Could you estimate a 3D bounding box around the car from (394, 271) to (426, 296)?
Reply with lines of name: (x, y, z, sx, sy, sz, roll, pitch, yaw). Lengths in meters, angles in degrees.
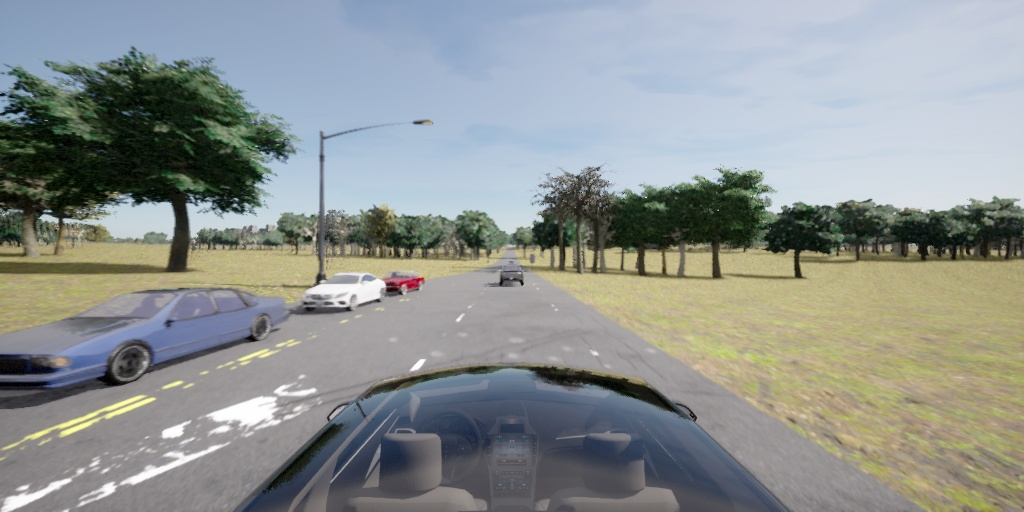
car: (-6.729, 1.554, 21.344, 1.895, 1.301, 4.718, 0, -1, 3)

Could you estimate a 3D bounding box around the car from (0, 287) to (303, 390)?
car: (-6.988, 1.367, 7.415, 2.033, 1.411, 5.357, 0, -1, 0)

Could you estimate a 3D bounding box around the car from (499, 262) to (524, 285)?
car: (-0.033, 1.510, 29.305, 2.128, 1.511, 4.902, 0, -1, 0)

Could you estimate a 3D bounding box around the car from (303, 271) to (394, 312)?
car: (-6.899, 1.420, 15.306, 1.812, 1.442, 4.674, 0, -1, 1)
